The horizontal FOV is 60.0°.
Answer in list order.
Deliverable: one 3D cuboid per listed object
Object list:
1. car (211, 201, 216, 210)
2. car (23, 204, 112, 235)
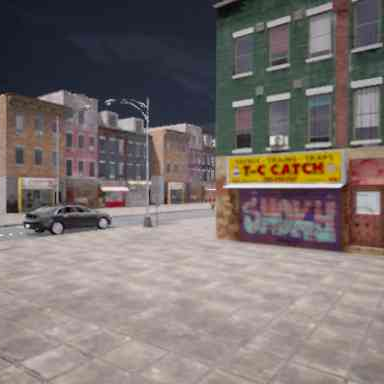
[{"bbox_3d":[4.056,1.259,38.328,1.882,1.535,5.008,0,0,36],"label":"car"},{"bbox_3d":[-6.660,1.419,18.329,1.837,1.490,4.892,0,1,35],"label":"car"}]
